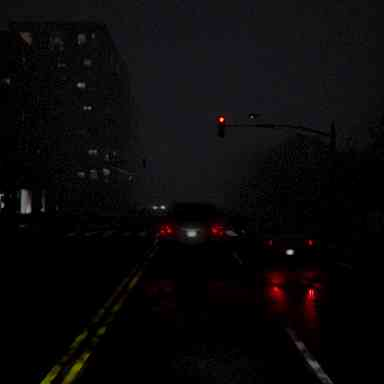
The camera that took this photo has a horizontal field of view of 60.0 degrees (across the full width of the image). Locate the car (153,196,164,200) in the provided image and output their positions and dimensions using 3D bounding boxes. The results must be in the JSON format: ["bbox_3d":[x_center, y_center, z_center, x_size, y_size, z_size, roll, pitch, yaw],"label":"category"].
[{"bbox_3d":[-6.506,1.883,66.940,2.150,2.045,5.566,0,-1,0],"label":"car"}]

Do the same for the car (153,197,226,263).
[{"bbox_3d":[0.012,1.346,12.590,2.150,2.045,5.566,0,0,0],"label":"car"}]

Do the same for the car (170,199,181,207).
[{"bbox_3d":[-3.259,2.217,66.981,1.994,1.385,4.181,0,-1,0],"label":"car"}]

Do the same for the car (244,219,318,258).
[{"bbox_3d":[3.270,1.728,13.256,1.895,1.301,4.718,0,-1,1],"label":"car"}]
